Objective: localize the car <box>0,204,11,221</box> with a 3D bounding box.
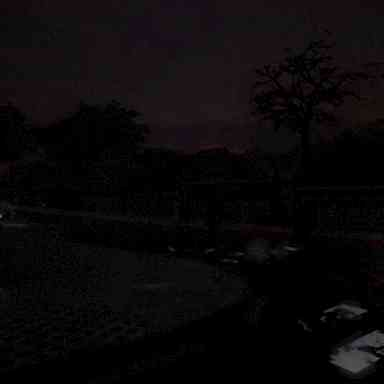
[{"bbox_3d":[-16.812,1.644,27.814,4.902,1.511,2.128,1,3,43],"label":"car"}]
